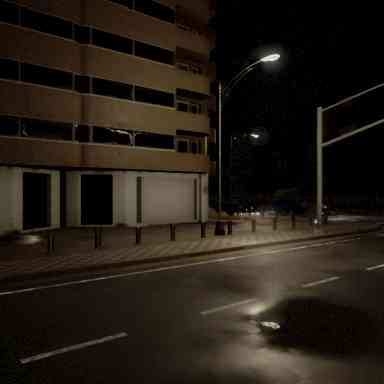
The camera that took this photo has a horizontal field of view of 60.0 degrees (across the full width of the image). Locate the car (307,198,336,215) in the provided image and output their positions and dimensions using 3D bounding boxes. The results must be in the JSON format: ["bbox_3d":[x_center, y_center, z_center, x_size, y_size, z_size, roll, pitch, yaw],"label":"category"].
[{"bbox_3d":[12.222,1.407,33.829,2.097,1.767,4.553,0,0,-36],"label":"car"}]

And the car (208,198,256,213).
[{"bbox_3d":[4.419,1.603,38.666,2.033,1.411,5.357,0,0,-36],"label":"car"}]

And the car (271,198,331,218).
[{"bbox_3d":[10.042,1.581,30.897,1.812,1.442,4.674,0,0,-37],"label":"car"}]

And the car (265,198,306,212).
[{"bbox_3d":[11.497,1.560,41.162,1.837,1.490,4.892,0,0,-36],"label":"car"}]

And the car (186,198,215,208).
[{"bbox_3d":[1.225,1.656,49.096,1.895,1.301,4.718,0,0,-36],"label":"car"}]

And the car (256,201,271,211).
[{"bbox_3d":[6.979,1.560,41.103,1.837,1.490,4.892,0,0,-36],"label":"car"}]
